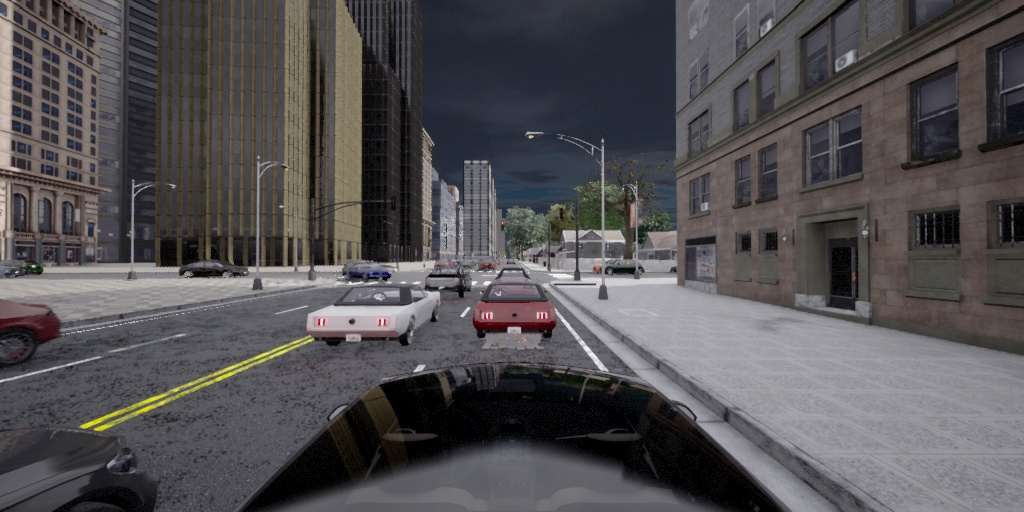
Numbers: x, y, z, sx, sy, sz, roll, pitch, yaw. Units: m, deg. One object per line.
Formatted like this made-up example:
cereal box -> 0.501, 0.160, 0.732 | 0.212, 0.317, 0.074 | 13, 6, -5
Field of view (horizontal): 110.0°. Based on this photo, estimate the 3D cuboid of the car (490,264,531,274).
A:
car -> 0.049, 1.314, 18.875 | 1.994, 1.385, 4.181 | 0, 0, 0

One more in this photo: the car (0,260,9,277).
car -> -45.051, 1.053, 29.109 | 4.553, 1.767, 2.097 | 0, -1, -6

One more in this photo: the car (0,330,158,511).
car -> -3.142, 1.275, 0.256 | 1.812, 1.442, 4.674 | 0, 0, 0

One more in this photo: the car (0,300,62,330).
car -> -9.848, 1.276, 5.153 | 1.812, 1.442, 4.674 | 0, 0, 0

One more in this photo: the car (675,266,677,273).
car -> 20.462, 1.261, 37.889 | 4.902, 1.511, 2.128 | 0, -1, 0

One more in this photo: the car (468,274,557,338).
car -> 0.058, 1.350, 10.118 | 1.895, 1.301, 4.718 | 0, 0, 0

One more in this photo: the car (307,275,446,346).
car -> -3.176, 1.351, 9.398 | 1.895, 1.301, 4.718 | 0, 0, 0

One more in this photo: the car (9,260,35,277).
car -> -46.704, 1.297, 32.195 | 4.181, 1.385, 1.994 | 0, -1, -7

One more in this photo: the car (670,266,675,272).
car -> 21.099, 1.349, 41.137 | 5.357, 1.411, 2.033 | 0, -1, 0

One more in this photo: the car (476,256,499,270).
car -> -3.347, 1.099, 50.408 | 2.097, 1.767, 4.553 | 0, 0, 2

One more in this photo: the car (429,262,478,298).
car -> -3.198, 1.242, 18.652 | 2.128, 1.511, 4.902 | 0, 0, 0

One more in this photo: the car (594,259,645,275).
car -> 11.505, 1.121, 37.922 | 4.553, 1.767, 2.097 | 0, -1, 0

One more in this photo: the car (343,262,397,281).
car -> -11.264, 1.344, 27.911 | 4.718, 1.301, 1.895 | 0, 0, 42

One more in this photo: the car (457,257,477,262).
car -> -6.738, 1.253, 54.386 | 1.837, 1.490, 4.892 | 0, 0, 0

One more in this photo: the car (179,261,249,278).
car -> -25.500, 1.182, 30.776 | 5.008, 1.535, 1.882 | 0, -1, -3

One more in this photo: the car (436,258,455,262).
car -> -9.987, 1.101, 52.560 | 2.097, 1.767, 4.553 | 0, 0, 0
